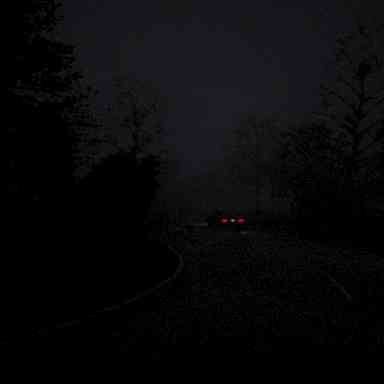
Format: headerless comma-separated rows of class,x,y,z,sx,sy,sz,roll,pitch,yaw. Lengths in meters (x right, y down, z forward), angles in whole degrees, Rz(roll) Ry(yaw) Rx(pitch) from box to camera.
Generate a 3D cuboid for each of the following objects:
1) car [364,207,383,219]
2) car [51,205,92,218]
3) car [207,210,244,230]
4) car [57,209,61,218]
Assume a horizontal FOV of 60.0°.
car,19.005,2.309,35.162,5.357,1.411,2.033,-1,-1,25
car,-15.996,2.559,44.495,5.008,1.535,1.882,-1,-1,-14
car,2.496,2.094,25.803,2.033,1.411,5.357,0,-1,-9
car,-14.597,2.200,39.751,2.435,2.045,5.566,-1,-1,-15
